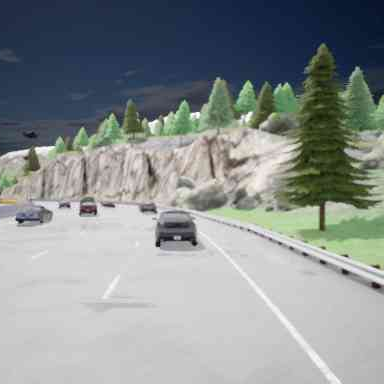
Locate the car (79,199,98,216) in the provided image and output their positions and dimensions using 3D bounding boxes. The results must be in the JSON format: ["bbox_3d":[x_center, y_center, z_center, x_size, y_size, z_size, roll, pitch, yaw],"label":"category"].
[{"bbox_3d":[-12.043,1.879,38.867,1.882,1.535,5.008,0,-1,-15],"label":"car"}]

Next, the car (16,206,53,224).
[{"bbox_3d":[-12.964,1.854,27.646,2.033,1.411,5.357,0,-1,-12],"label":"car"}]

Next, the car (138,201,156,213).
[{"bbox_3d":[-5.770,1.897,42.575,2.128,1.511,4.902,0,-1,-15],"label":"car"}]

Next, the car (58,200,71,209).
[{"bbox_3d":[-21.634,2.130,56.659,1.812,1.442,4.674,0,-1,-21],"label":"car"}]

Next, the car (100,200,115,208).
[{"bbox_3d":[-15.829,2.223,61.859,1.895,1.301,4.718,0,-1,-26],"label":"car"}]

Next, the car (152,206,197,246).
[{"bbox_3d":[-0.857,1.655,16.222,1.837,1.490,4.892,0,0,-6],"label":"car"}]

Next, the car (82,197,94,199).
[{"bbox_3d":[-18.171,1.822,58.069,2.150,2.045,5.566,0,0,-22],"label":"car"}]
